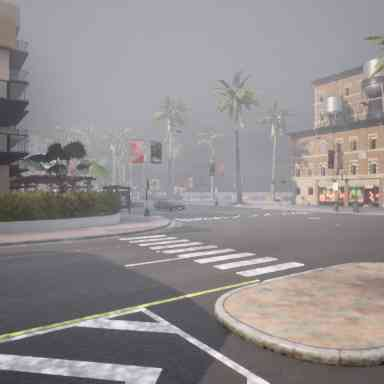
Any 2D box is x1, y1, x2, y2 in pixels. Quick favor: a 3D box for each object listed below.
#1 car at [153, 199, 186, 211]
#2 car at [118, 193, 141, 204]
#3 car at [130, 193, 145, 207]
[{"bbox_3d":[-2.949,1.547,41.273,2.033,1.411,5.357,0,0,-35],"label":"car"},{"bbox_3d":[-12.673,1.221,67.347,2.150,2.045,5.566,0,0,-38],"label":"car"},{"bbox_3d":[-8.818,1.352,49.650,2.097,1.767,4.553,0,0,-35],"label":"car"}]
